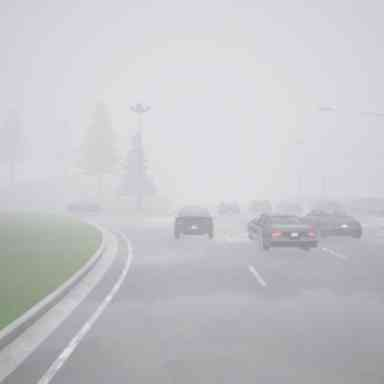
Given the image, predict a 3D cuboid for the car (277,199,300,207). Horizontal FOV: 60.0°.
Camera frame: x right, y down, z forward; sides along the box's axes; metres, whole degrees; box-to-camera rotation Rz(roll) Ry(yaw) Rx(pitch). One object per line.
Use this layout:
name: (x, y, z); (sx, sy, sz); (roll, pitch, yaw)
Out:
car: (10.581, 1.511, 36.243); (1.812, 1.442, 4.674); (0, 0, 0)

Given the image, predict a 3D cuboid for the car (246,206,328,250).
car: (3.598, 1.542, 14.186); (2.033, 1.411, 5.357); (0, 0, 0)

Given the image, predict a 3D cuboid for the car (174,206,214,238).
car: (0.098, 1.471, 17.775); (1.882, 1.535, 5.008); (0, 0, 0)

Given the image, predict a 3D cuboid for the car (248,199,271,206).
car: (7.095, 1.478, 35.162); (2.128, 1.511, 4.902); (0, 0, 0)

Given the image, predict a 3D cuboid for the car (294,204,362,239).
car: (7.097, 1.557, 17.477); (1.994, 1.385, 4.181); (0, 0, 0)

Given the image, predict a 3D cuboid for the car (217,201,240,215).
car: (3.596, 1.587, 33.648); (1.895, 1.301, 4.718); (0, 0, 0)

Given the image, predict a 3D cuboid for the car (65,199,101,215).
car: (-11.141, 1.464, 33.806); (1.882, 1.535, 5.008); (0, 0, -45)

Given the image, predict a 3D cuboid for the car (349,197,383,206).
car: (25.039, 1.486, 47.372); (4.892, 1.490, 1.837); (0, 1, 40)

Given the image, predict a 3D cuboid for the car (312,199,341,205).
car: (14.095, 1.491, 35.228); (1.837, 1.490, 4.892); (0, 0, 0)
